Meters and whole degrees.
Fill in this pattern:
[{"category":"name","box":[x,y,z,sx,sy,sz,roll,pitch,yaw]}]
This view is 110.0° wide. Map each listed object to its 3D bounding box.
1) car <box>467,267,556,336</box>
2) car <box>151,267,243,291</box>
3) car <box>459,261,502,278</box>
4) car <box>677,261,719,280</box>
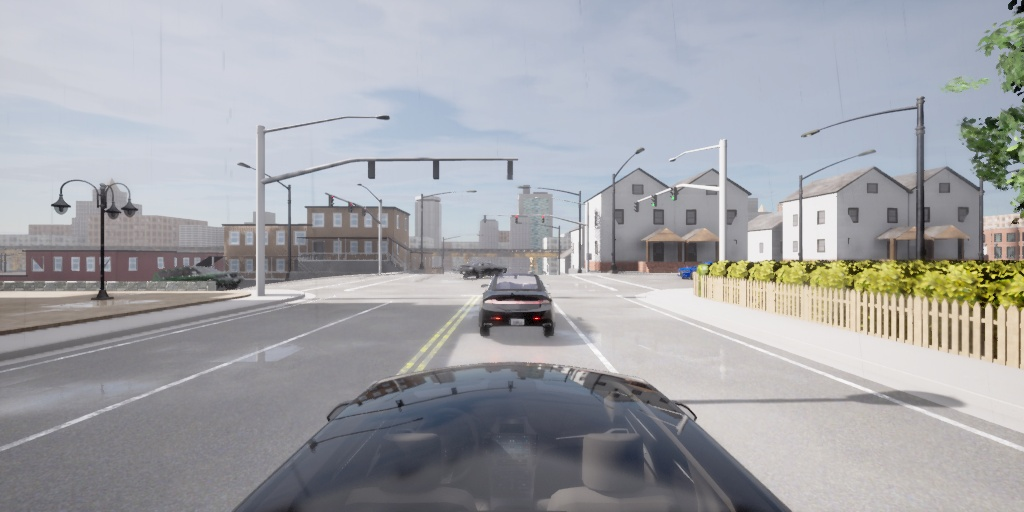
[{"category":"car","box":[0.114,1.242,10.332,2.128,1.511,4.902,0,0,0]},{"category":"car","box":[-22.992,1.776,26.180,5.566,2.045,2.150,-8,0,-1]},{"category":"car","box":[-2.407,1.184,31.381,2.128,1.511,4.902,1,0,41]},{"category":"car","box":[16.655,1.228,30.377,5.008,1.535,1.882,0,0,-1]}]
